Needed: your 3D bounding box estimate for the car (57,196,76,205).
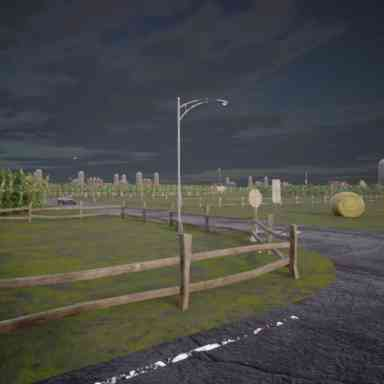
[{"bbox_3d":[-18.848,1.223,49.881,1.994,1.385,4.181,-1,1,-36],"label":"car"}]
